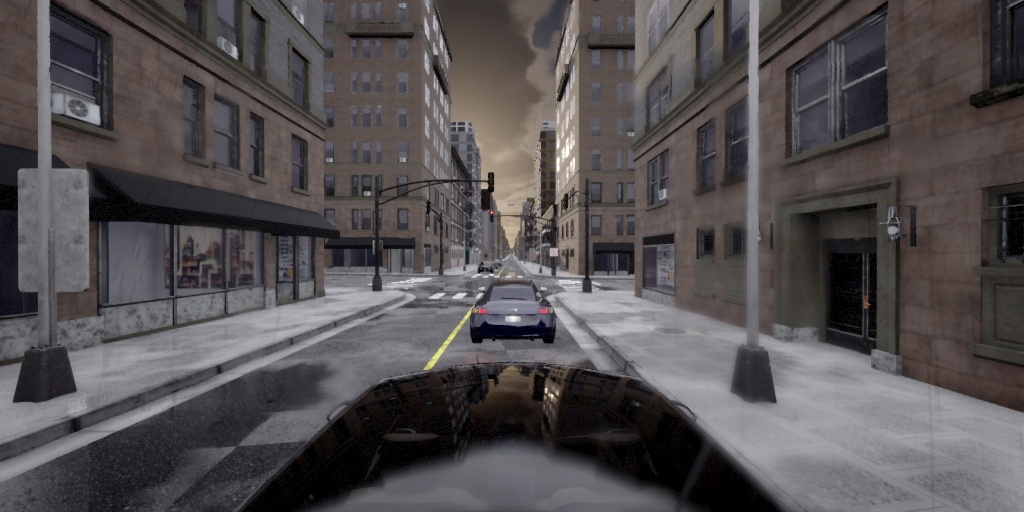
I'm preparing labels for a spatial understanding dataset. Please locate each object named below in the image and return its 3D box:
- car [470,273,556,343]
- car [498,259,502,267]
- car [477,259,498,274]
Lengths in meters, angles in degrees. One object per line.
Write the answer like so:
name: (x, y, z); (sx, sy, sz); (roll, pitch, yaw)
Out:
car: (0.017, 1.315, 9.668); (1.994, 1.385, 4.181); (0, 0, 0)
car: (-3.052, 1.374, 54.169); (2.033, 1.411, 5.357); (0, 0, 0)
car: (-3.063, 1.308, 43.111); (1.837, 1.490, 4.892); (0, 0, 0)
